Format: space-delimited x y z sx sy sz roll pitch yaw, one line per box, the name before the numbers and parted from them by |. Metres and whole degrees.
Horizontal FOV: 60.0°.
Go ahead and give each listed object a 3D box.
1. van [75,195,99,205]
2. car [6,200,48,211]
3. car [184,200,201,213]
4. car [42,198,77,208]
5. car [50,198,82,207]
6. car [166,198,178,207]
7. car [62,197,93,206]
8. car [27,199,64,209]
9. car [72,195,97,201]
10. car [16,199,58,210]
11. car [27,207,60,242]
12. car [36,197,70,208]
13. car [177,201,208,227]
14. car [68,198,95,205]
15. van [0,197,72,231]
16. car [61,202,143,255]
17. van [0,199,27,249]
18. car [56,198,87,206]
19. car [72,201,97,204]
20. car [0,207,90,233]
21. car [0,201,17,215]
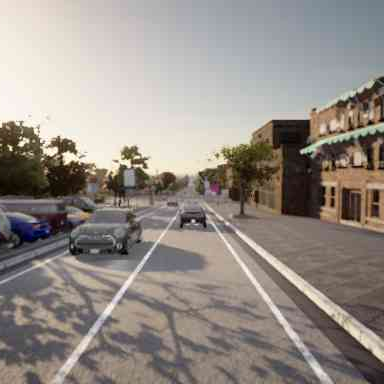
van | -22.068 1.658 69.726 4.442 1.987 1.878 0 0 0
car | -22.126 1.799 44.746 4.674 1.452 2.002 0 0 0
car | 0.063 1.803 41.898 2.033 1.411 5.357 0 0 0
car | -22.160 1.812 55.850 5.008 1.535 2.097 0 0 0
car | -22.155 1.827 58.625 4.892 1.521 2.231 0 0 0
car | -3.351 1.775 57.457 1.812 1.442 4.674 0 0 0
car | -21.987 1.851 64.175 5.366 1.575 1.946 0 0 0
car | -22.140 1.825 50.299 4.674 1.452 2.002 0 0 0
car | -8.980 1.423 26.220 5.566 2.045 2.435 0 0 0
car | -22.131 1.772 47.524 5.008 1.535 2.097 0 0 0
car | -8.978 1.624 15.005 5.008 1.535 2.097 0 0 0
car | -22.180 1.673 53.075 4.553 1.767 2.185 0 0 0
car | 0.079 1.683 24.551 1.837 1.490 4.892 0 0 0
car | -22.209 1.899 66.951 4.792 1.488 2.163 0 0 0
van | -9.106 1.411 17.809 4.442 1.987 1.878 0 0 0
car | -3.361 1.463 13.711 2.097 1.767 4.553 0 0 0
van | -8.860 1.384 12.199 4.442 1.987 1.878 0 0 0
car | -22.196 1.870 61.400 4.792 1.488 2.163 0 0 0
car | -8.817 1.658 23.415 5.366 1.575 1.946 0 0 0
car | -8.998 1.689 20.611 4.674 1.452 2.002 0 0 0
car | -22.082 1.751 36.421 4.792 1.488 2.163 0 0 0
